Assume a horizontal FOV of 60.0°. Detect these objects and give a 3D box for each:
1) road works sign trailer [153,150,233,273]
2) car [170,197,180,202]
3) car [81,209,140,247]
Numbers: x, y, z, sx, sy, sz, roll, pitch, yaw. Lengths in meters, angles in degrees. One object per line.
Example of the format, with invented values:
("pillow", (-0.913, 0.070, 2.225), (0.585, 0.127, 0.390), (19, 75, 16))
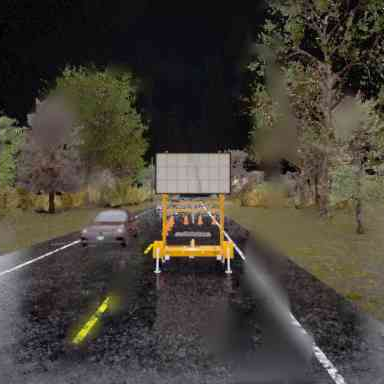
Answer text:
("road works sign trailer", (0.036, 0.469, 10.689), (2.380, 3.560, 2.880), (0, 0, 0))
("car", (-3.303, 1.662, 65.556), (2.033, 1.411, 5.357), (0, 0, 0))
("car", (-3.554, 1.534, 15.234), (1.812, 1.442, 4.674), (0, 0, 0))
